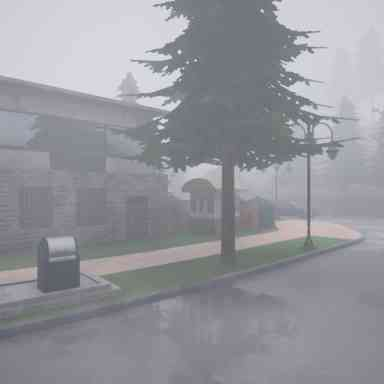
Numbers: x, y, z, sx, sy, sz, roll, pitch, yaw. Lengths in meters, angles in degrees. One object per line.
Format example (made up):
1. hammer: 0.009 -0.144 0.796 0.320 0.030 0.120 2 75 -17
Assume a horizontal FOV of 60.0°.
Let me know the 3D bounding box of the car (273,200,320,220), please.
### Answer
1. car: 7.667 1.368 26.344 4.674 1.442 1.812 0 0 43
